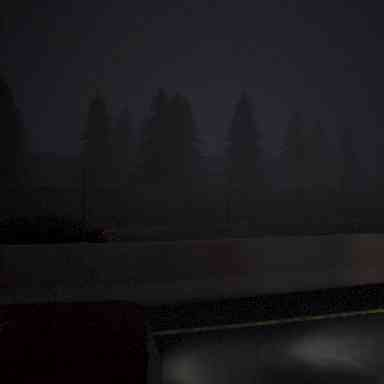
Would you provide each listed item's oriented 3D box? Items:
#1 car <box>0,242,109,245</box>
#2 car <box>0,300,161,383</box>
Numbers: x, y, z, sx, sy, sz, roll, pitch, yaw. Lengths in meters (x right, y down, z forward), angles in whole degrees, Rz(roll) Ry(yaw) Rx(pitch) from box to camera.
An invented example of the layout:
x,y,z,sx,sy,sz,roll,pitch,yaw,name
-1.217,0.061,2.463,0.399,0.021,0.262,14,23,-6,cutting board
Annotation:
x,y,z,sx,sy,sz,roll,pitch,yaw,name
-5.030,1.401,9.845,5.008,1.535,1.882,0,0,-12,car
-2.655,1.565,2.972,4.718,1.301,1.895,0,0,-12,car
